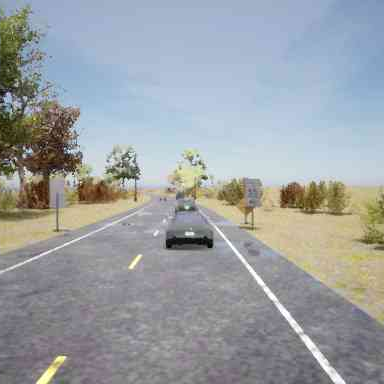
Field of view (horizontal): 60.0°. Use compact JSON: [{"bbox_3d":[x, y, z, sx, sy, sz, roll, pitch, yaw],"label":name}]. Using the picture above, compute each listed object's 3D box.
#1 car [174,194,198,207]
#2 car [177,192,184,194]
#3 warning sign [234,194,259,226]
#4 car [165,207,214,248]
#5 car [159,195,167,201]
[{"bbox_3d":[-0.489,1.334,29.716,2.097,1.767,4.553,0,0,-2],"label":"car"},{"bbox_3d":[-3.249,0.998,90.514,2.150,2.045,5.566,0,0,-6],"label":"car"},{"bbox_3d":[3.326,1.096,20.445,1.300,1.860,1.060,1,1,-1],"label":"warning sign"},{"bbox_3d":[-0.123,1.562,14.723,1.994,1.385,4.181,0,0,-1],"label":"car"},{"bbox_3d":[-6.652,1.367,75.731,2.128,1.511,4.902,0,0,-5],"label":"car"}]
